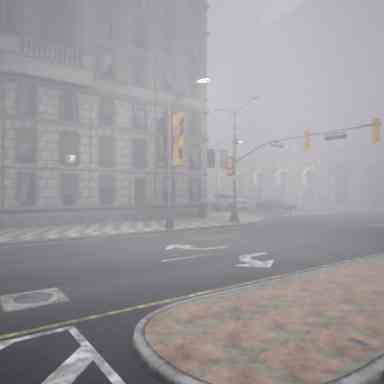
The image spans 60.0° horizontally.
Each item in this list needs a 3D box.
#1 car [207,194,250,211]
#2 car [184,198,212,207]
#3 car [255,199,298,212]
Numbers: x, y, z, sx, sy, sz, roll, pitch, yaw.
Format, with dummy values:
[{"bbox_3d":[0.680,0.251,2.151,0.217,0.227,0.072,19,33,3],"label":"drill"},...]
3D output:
[{"bbox_3d":[4.645,1.219,41.042,2.150,2.045,5.566,0,0,-36],"label":"car"},{"bbox_3d":[0.894,1.598,52.357,1.895,1.301,4.718,0,0,-35],"label":"car"},{"bbox_3d":[9.930,1.545,39.676,2.033,1.411,5.357,0,0,-36],"label":"car"}]
